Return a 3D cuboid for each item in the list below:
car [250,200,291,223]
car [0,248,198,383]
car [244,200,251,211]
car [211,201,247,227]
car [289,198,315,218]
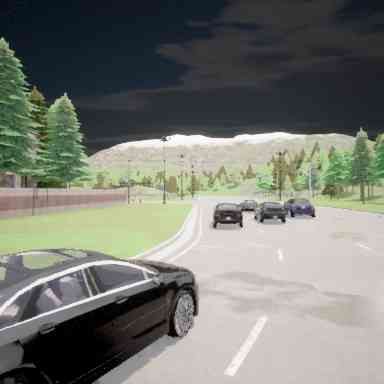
[{"bbox_3d":[5.970,1.505,25.869,1.837,1.490,4.892,0,0,3],"label":"car"},{"bbox_3d":[-1.620,1.491,4.262,2.128,1.511,4.902,0,0,29],"label":"car"},{"bbox_3d":[6.350,1.564,36.897,1.994,1.385,4.181,0,0,2],"label":"car"},{"bbox_3d":[2.364,1.477,22.848,1.882,1.535,5.008,0,0,3],"label":"car"},{"bbox_3d":[9.637,1.355,30.660,2.097,1.767,4.553,0,0,2],"label":"car"}]
